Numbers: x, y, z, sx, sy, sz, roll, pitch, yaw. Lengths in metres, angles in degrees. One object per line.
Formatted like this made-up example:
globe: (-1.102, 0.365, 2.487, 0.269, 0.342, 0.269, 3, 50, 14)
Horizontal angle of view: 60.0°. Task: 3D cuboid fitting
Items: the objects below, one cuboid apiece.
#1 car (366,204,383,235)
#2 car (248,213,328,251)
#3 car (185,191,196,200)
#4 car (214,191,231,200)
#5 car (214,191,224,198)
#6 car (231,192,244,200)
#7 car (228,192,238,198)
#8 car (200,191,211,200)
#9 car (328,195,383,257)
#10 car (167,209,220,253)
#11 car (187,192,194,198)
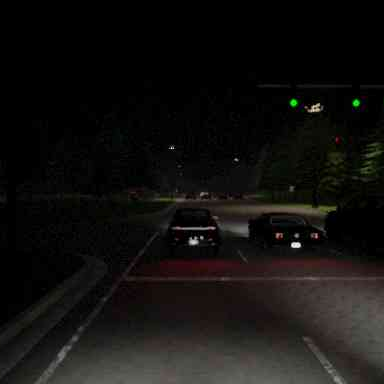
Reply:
car: (10.521, 1.413, 15.983, 1.812, 1.442, 4.674, 0, 0, 0)
car: (3.540, 1.506, 13.557, 1.895, 1.301, 4.718, 0, 0, 0)
car: (-0.320, 0.721, 72.653, 2.150, 2.045, 5.566, 0, 0, 0)
car: (6.680, 1.034, 72.655, 2.033, 1.411, 5.357, 0, 0, 0)
car: (6.634, 0.619, 83.043, 2.097, 1.767, 4.553, 0, 0, 0)
car: (10.178, 1.015, 73.087, 1.812, 1.442, 4.674, 0, 0, 0)
car: (10.134, 0.763, 83.089, 1.837, 1.490, 4.892, 0, 0, 0)
car: (3.179, 1.045, 73.057, 1.994, 1.385, 4.181, 0, 0, 0)
car: (7.045, 1.132, 12.591, 2.150, 2.045, 5.566, 0, 0, 0)
car: (0.041, 1.400, 13.268, 2.128, 1.511, 4.902, 0, 0, 0)
car: (-0.366, 0.743, 83.043, 1.882, 1.535, 5.008, 0, 0, 0)
